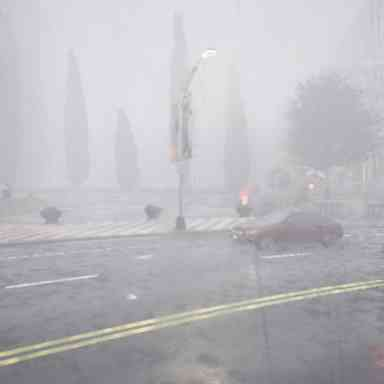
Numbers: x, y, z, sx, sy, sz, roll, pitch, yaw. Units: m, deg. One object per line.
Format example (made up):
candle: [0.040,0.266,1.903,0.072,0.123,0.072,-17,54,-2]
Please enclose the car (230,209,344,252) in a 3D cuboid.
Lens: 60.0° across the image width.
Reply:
car: [3.798,1.418,13.155,4.674,1.442,1.812,0,0,-20]
